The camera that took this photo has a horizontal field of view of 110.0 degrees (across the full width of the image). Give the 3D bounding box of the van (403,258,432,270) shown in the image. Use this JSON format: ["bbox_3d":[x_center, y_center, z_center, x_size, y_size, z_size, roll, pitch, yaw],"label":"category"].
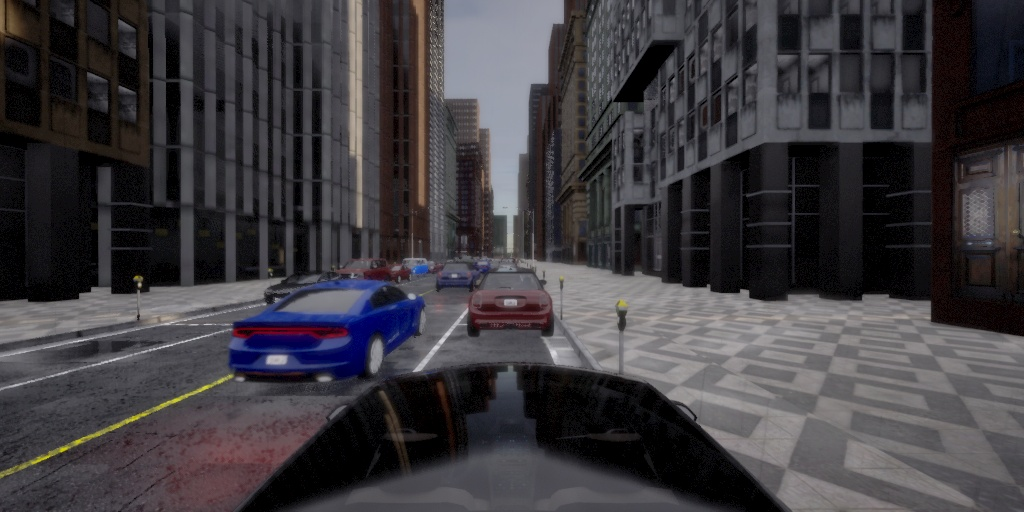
[{"bbox_3d":[-8.908,1.090,32.830,1.690,1.789,3.998,0,0,0],"label":"van"}]

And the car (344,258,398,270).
[{"bbox_3d":[-8.908,1.064,21.556,2.192,1.841,5.009,0,0,0],"label":"car"}]

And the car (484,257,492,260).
[{"bbox_3d":[-3.092,1.226,37.750,1.882,1.535,5.008,0,0,1],"label":"car"}]

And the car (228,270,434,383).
[{"bbox_3d":[-3.146,1.227,7.274,1.882,1.535,5.008,0,0,0],"label":"car"}]

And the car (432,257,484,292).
[{"bbox_3d":[-3.098,1.101,21.520,2.097,1.767,4.553,0,0,1],"label":"car"}]

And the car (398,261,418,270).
[{"bbox_3d":[-8.908,1.294,27.194,1.888,1.381,4.507,0,0,0],"label":"car"}]

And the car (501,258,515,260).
[{"bbox_3d":[-0.383,1.189,27.203,1.967,1.591,4.097,0,0,0],"label":"car"}]

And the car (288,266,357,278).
[{"bbox_3d":[-8.908,1.315,15.920,1.948,1.339,4.313,0,0,0],"label":"car"}]

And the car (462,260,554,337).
[{"bbox_3d":[-0.032,1.102,10.470,2.097,1.767,4.553,0,0,0],"label":"car"}]
